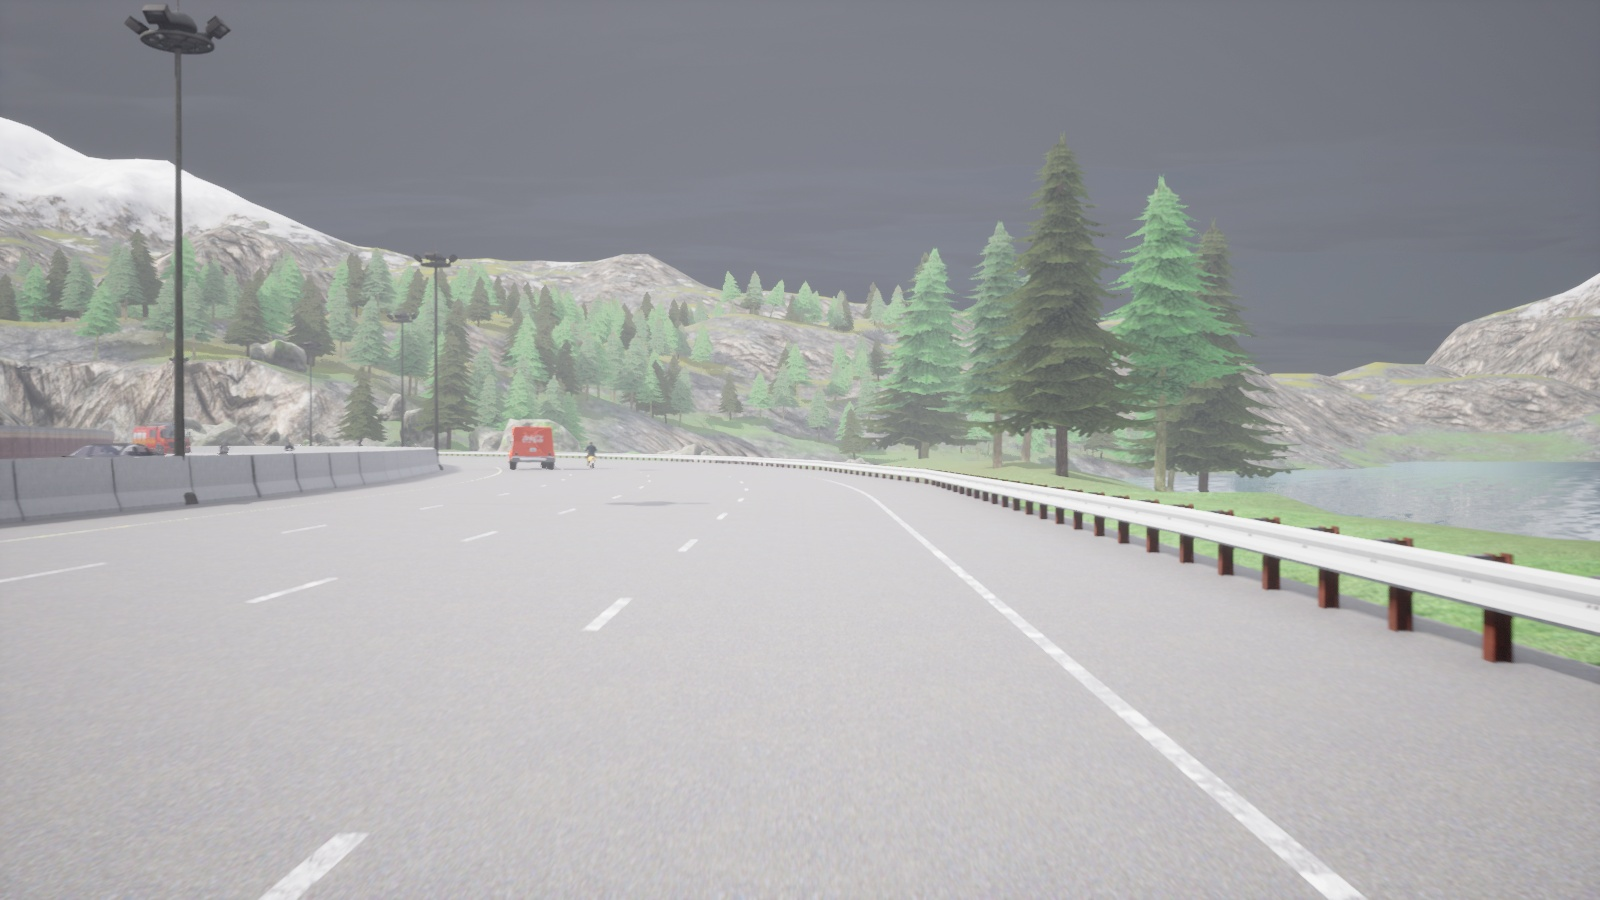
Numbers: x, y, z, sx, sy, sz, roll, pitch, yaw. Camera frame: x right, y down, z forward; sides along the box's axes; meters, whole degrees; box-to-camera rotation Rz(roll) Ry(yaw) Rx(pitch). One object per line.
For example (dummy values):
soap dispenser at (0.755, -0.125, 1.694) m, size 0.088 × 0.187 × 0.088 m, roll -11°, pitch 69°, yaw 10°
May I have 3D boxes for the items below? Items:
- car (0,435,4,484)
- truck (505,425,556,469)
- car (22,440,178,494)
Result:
car at (-28.001, 0.340, 40.266) m, size 2.242 × 1.667 × 4.611 m, roll 0°, pitch 0°, yaw -3°
truck at (-15.760, -0.166, 73.217) m, size 2.627 × 2.467 × 5.204 m, roll 0°, pitch 0°, yaw -16°
car at (-20.901, 0.472, 37.779) m, size 2.128 × 1.511 × 4.902 m, roll 0°, pitch 0°, yaw -2°
